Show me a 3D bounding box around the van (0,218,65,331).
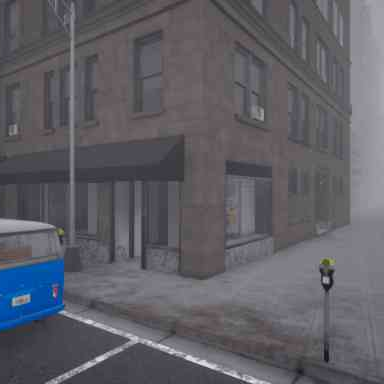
[{"bbox_3d":[-3.995,1.340,5.926,3.998,1.788,1.690,0,0,35],"label":"van"}]
